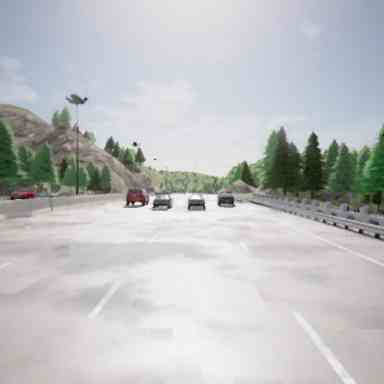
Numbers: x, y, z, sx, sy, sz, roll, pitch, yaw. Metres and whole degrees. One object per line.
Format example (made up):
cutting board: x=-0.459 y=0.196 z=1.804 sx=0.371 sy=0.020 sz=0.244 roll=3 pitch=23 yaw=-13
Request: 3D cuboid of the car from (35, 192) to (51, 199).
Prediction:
car: x=-23.920 y=0.760 z=53.983 sx=1.812 sy=1.442 sz=4.674 roll=0 pitch=0 yaw=1

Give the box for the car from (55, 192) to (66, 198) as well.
car: x=-20.422 y=0.754 z=53.849 sx=1.837 sy=1.490 sz=4.892 roll=0 pitch=0 yaw=1

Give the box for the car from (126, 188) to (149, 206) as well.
car: x=-6.475 y=0.588 z=40.003 sx=2.150 sy=2.045 sz=5.566 roll=0 pitch=0 yaw=0

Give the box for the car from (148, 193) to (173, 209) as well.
car: x=-3.021 y=0.957 z=34.986 sx=2.033 sy=1.411 sz=5.357 roll=0 pitch=0 yaw=1

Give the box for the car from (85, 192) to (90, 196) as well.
car: x=-16.915 y=0.781 z=54.178 sx=1.812 sy=1.442 sz=4.674 roll=0 pitch=0 yaw=1

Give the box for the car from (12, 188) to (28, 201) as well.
car: x=-27.407 y=0.427 z=54.587 sx=2.150 sy=2.045 sz=5.566 roll=0 pitch=0 yaw=1

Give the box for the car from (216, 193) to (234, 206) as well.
car: x=4.044 y=0.873 z=40.670 sx=1.882 sy=1.535 sz=5.008 roll=0 pitch=0 yaw=1

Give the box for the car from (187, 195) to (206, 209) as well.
car: x=0.482 y=0.968 z=34.855 sx=2.033 sy=1.411 sz=5.357 roll=0 pitch=0 yaw=1
